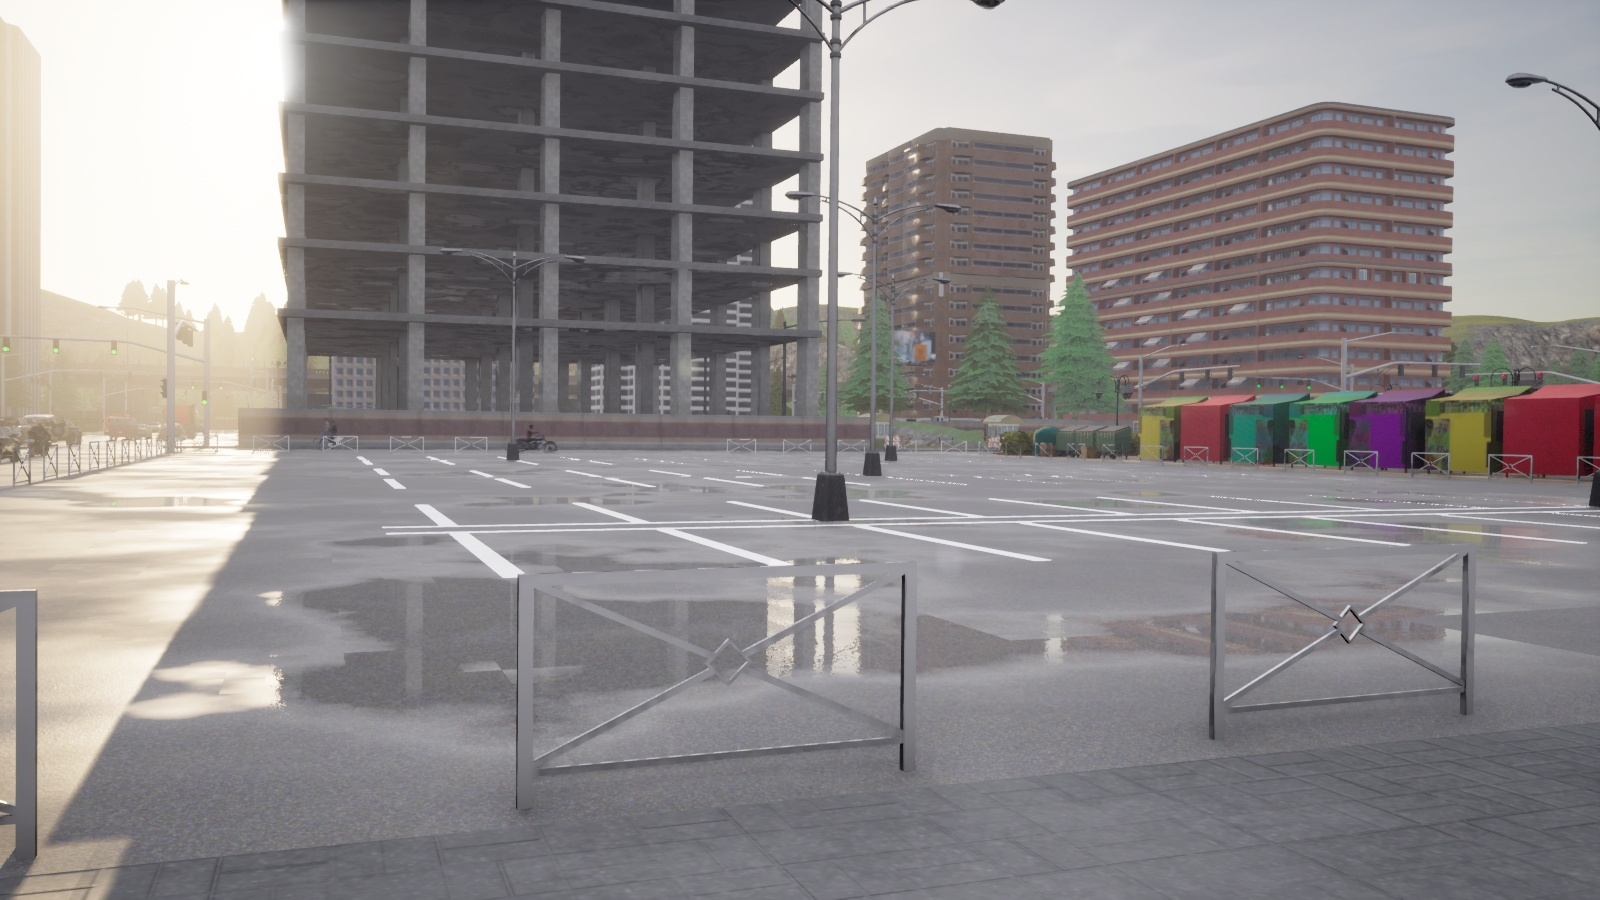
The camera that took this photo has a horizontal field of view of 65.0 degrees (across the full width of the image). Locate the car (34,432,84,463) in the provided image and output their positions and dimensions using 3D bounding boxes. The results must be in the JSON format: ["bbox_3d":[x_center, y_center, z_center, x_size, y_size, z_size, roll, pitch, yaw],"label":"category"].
[{"bbox_3d":[-46.293,-0.163,78.542,1.932,1.855,4.605,-1,1,-21],"label":"car"}]

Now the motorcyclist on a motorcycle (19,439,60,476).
[{"bbox_3d":[-32.710,0.301,54.019,0.866,1.530,2.191,0,1,-13],"label":"motorcyclist on a motorcycle"}]

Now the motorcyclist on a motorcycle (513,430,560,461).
[{"bbox_3d":[-14.170,-0.252,67.509,2.350,1.649,0.766,-1,1,-21],"label":"motorcyclist on a motorcycle"}]

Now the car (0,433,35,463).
[{"bbox_3d":[-51.124,-0.155,81.270,1.932,1.855,4.605,-1,1,-21],"label":"car"}]

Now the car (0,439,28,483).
[{"bbox_3d":[-29.597,0.381,45.299,2.163,1.488,4.792,-1,1,-21],"label":"car"}]
